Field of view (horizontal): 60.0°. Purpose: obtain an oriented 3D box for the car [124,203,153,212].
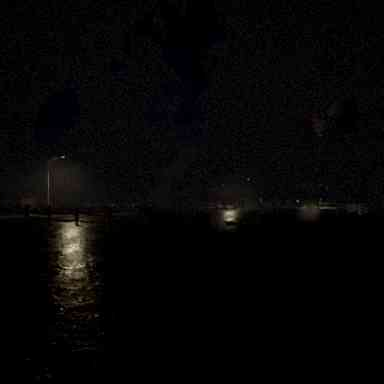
[{"bbox_3d":[-8.699,2.561,54.755,2.033,1.411,5.357,-1,-2,36],"label":"car"}]
